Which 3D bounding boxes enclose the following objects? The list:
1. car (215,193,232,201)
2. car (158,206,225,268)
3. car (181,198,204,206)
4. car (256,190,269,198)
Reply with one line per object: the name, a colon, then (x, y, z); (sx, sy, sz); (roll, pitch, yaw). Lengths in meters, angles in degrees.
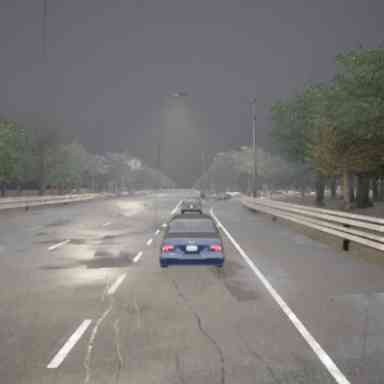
car: (5.528, 0.830, 57.941); (2.033, 1.411, 5.357); (0, 1, 21)
car: (-0.006, 1.413, 10.764); (2.033, 1.411, 5.357); (0, 1, 0)
car: (0.027, 1.189, 29.016); (2.033, 1.411, 5.357); (0, 1, 2)
car: (16.317, 0.362, 78.011); (2.097, 1.767, 4.553); (1, 1, 38)
